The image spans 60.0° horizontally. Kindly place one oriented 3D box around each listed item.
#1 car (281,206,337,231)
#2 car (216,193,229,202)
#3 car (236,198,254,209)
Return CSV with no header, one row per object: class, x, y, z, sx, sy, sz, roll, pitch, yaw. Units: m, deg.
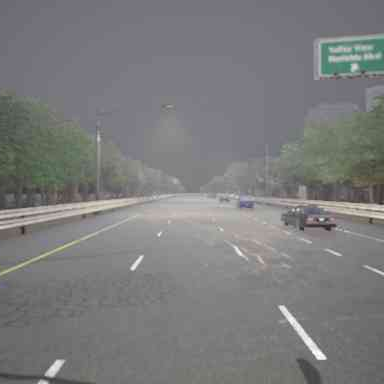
car,7.014,1.551,20.499,2.033,1.411,5.357,0,0,0
car,7.057,1.380,74.145,2.097,1.767,4.553,0,0,0
car,7.030,1.503,44.733,1.882,1.535,5.008,0,0,0
